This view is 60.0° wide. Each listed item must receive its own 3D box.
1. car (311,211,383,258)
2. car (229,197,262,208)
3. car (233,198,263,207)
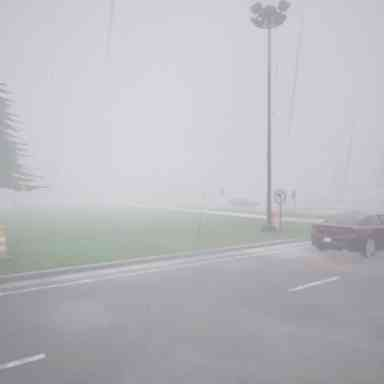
[{"bbox_3d":[6.687,1.489,12.864,5.008,1.535,1.882,0,0,-35],"label":"car"},{"bbox_3d":[7.470,1.508,48.627,1.882,1.535,5.008,0,0,-35],"label":"car"},{"bbox_3d":[8.808,1.635,52.850,1.895,1.301,4.718,0,0,-34],"label":"car"}]
